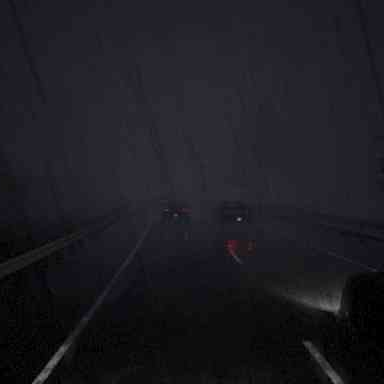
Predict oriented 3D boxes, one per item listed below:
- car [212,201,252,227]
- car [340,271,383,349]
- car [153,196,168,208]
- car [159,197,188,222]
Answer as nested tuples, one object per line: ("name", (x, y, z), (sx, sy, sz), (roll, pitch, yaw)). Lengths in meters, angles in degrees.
("car", (2.504, 1.339, 21.587), (2.128, 1.511, 4.902), (0, 0, -5))
("car", (3.483, 1.533, 3.879), (1.994, 1.385, 4.181), (0, 0, -1))
("car", (-3.713, 1.218, 41.838), (1.837, 1.490, 4.892), (0, 1, -10))
("car", (-1.321, 1.355, 24.710), (1.812, 1.442, 4.674), (0, 0, -6))
